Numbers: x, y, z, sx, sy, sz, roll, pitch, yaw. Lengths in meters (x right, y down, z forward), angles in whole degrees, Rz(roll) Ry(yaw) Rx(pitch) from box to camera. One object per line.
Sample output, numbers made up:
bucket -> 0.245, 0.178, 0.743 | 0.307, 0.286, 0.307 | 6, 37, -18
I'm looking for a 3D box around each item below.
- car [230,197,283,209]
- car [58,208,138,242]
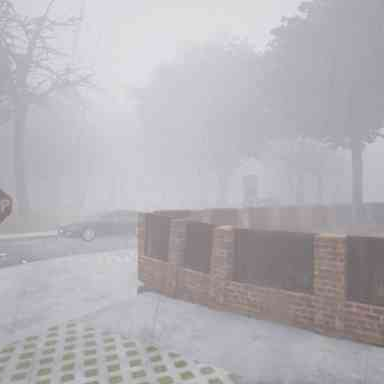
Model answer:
car -> 5.072, 1.451, 26.224 | 5.566, 2.045, 2.150 | 1, -1, -44
car -> -4.383, 1.619, 17.222 | 4.892, 1.490, 1.837 | 1, -1, -44
